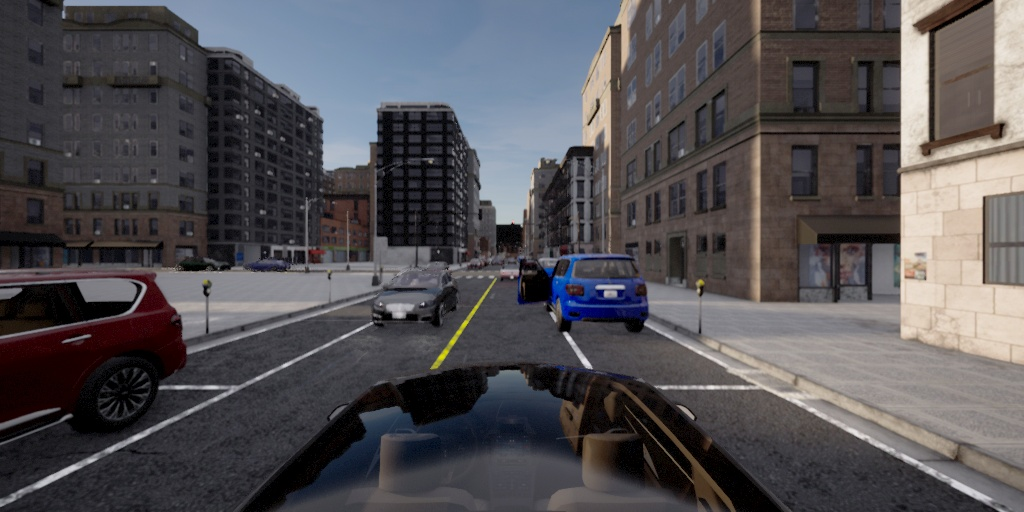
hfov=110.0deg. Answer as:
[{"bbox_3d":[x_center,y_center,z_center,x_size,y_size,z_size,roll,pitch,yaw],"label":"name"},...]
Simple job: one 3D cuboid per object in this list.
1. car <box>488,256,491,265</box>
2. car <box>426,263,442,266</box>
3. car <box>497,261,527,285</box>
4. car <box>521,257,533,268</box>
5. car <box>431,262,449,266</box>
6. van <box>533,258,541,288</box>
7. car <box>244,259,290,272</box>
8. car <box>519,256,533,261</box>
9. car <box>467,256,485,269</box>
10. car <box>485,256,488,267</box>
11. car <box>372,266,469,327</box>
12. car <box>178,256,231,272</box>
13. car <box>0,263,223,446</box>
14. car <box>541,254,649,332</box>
[{"bbox_3d":[-5.390,0.963,63.200,2.192,1.841,5.009,0,0,0],"label":"car"},{"bbox_3d":[-5.388,1.274,19.821,2.007,1.370,4.403,0,0,0],"label":"car"},{"bbox_3d":[-0.001,1.308,29.289,1.895,1.301,4.718,0,0,0],"label":"car"},{"bbox_3d":[2.636,1.213,52.381,1.888,1.381,4.507,0,0,0],"label":"car"},{"bbox_3d":[-5.388,1.153,25.501,1.967,1.591,4.097,0,0,0],"label":"car"},{"bbox_3d":[2.637,1.054,25.501,1.690,1.789,3.998,0,0,0],"label":"van"},{"bbox_3d":[-27.737,1.068,40.683,4.674,1.442,1.812,0,0,0],"label":"car"},{"bbox_3d":[2.635,0.973,57.790,2.192,1.841,5.009,0,0,0],"label":"car"},{"bbox_3d":[-5.389,1.107,52.381,1.967,1.591,4.097,0,0,0],"label":"car"},{"bbox_3d":[-5.390,1.183,57.620,1.751,1.417,4.829,0,0,0],"label":"car"},{"bbox_3d":[-2.847,1.228,11.510,2.128,1.511,4.902,0,0,0],"label":"car"},{"bbox_3d":[-32.314,0.874,37.725,4.553,1.767,2.097,0,0,0],"label":"car"},{"bbox_3d":[-5.387,1.063,2.781,2.192,1.841,5.009,0,0,0],"label":"car"},{"bbox_3d":[2.269,0.959,10.927,2.150,2.045,5.566,0,0,0],"label":"car"}]
